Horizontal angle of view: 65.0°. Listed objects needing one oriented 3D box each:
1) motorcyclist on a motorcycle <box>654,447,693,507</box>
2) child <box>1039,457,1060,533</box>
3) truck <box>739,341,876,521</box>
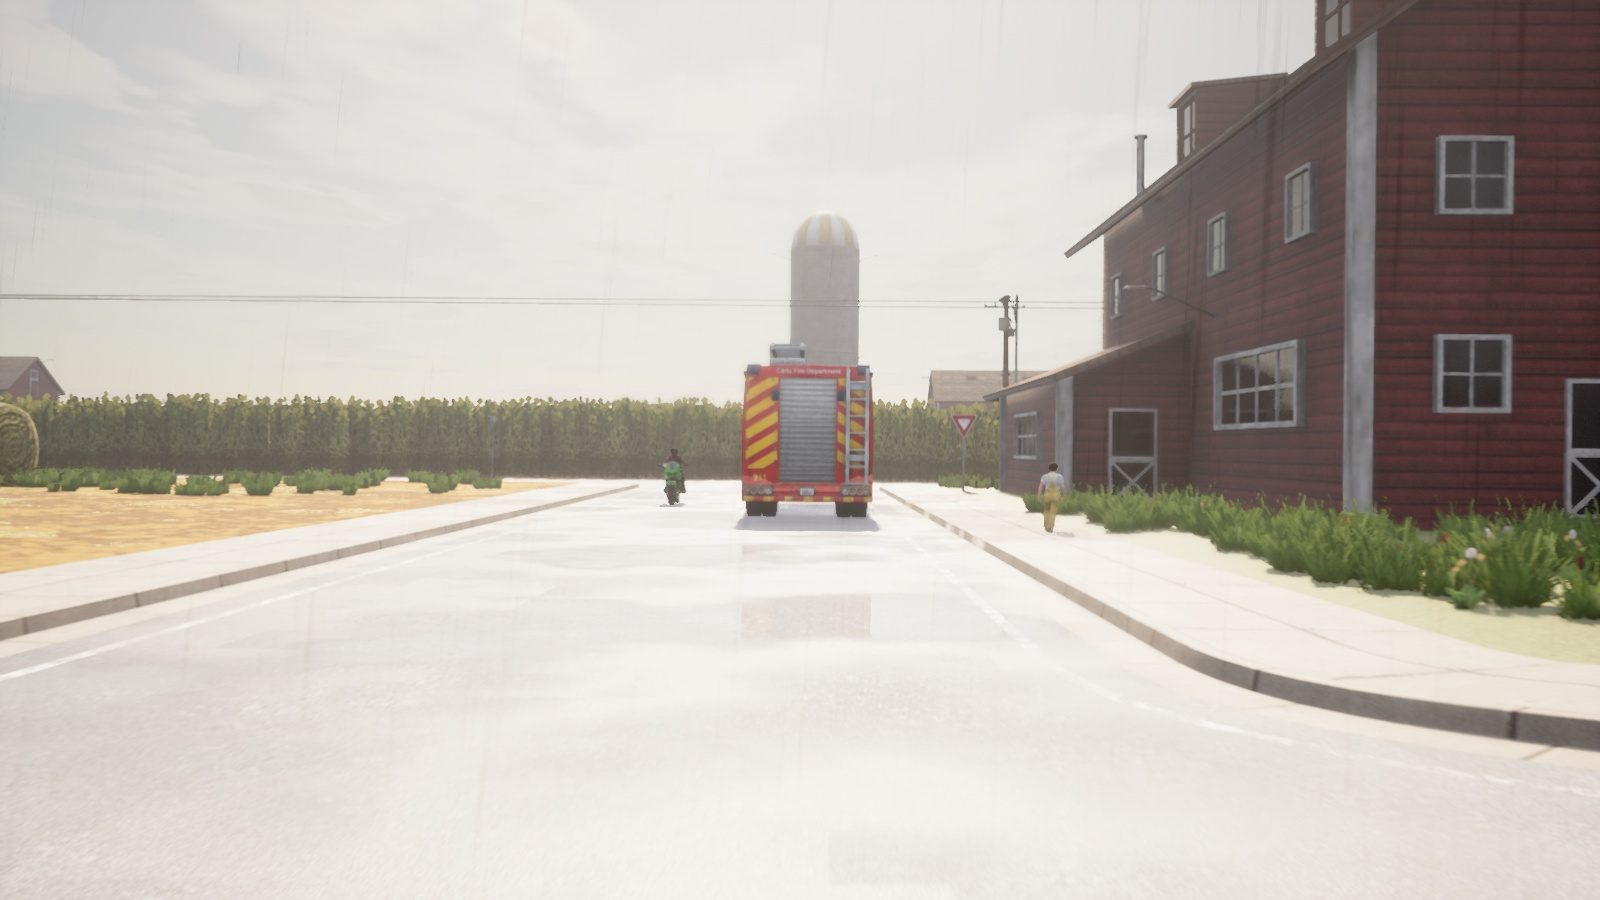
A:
[{"bbox_3d":[-3.330,0.687,33.124,0.797,1.523,2.044,1,0,0],"label":"motorcyclist on a motorcycle"},{"bbox_3d":[4.239,0.752,21.298,0.270,1.263,0.437,1,0,20],"label":"child"},{"bbox_3d":[0.174,-0.418,31.167,2.891,3.827,8.468,1,0,0],"label":"truck"}]
